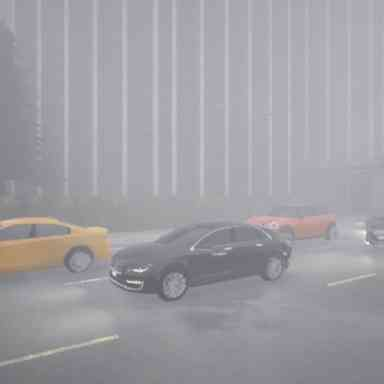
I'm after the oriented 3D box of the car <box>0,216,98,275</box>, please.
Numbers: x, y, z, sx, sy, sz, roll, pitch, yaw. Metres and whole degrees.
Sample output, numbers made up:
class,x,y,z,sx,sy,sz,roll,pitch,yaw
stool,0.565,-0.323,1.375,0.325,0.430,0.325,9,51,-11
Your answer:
class,x,y,z,sx,sy,sz,roll,pitch,yaw
car,-4.804,1.476,9.202,5.008,1.535,1.882,0,0,-32

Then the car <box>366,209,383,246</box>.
class,x,y,z,sx,sy,sz,roll,pitch,yaw
car,9.313,1.485,14.013,4.902,1.511,2.128,0,0,-32

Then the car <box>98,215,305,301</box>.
class,x,y,z,sx,sy,sz,roll,pitch,yaw
car,0.404,1.504,8.361,4.892,1.490,1.837,1,0,-32

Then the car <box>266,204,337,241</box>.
class,x,y,z,sx,sy,sz,roll,pitch,yaw
car,4.466,1.346,15.081,4.553,1.767,2.097,0,0,-32

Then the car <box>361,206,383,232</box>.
class,x,y,z,sx,sy,sz,roll,pitch,yaw
car,12.411,1.554,20.116,4.181,1.385,1.994,0,0,-32
